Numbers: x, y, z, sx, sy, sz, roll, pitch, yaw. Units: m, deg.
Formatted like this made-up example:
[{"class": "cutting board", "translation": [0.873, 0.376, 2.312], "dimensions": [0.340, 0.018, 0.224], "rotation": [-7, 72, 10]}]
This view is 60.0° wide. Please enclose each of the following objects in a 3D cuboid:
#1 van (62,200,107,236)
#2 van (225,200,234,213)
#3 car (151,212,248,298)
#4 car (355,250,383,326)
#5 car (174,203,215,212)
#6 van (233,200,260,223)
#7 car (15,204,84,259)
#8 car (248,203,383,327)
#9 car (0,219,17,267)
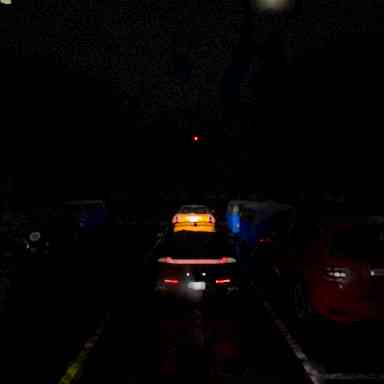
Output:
[{"class": "van", "translation": [-5.782, 1.334, 17.814], "dimensions": [1.690, 1.788, 3.998], "rotation": [0, 0, 0]}, {"class": "van", "translation": [2.743, 1.334, 17.823], "dimensions": [1.690, 1.788, 3.998], "rotation": [0, 0, 0]}, {"class": "car", "translation": [0.094, 1.488, 8.471], "dimensions": [2.128, 1.511, 4.902], "rotation": [0, 0, 0]}, {"class": "car", "translation": [2.761, 1.439, 1.510], "dimensions": [1.967, 1.590, 4.097], "rotation": [0, 0, 0]}, {"class": "car", "translation": [0.120, 1.345, 17.520], "dimensions": [2.097, 1.767, 4.553], "rotation": [0, 0, 1]}, {"class": "van", "translation": [2.749, 1.336, 12.385], "dimensions": [1.690, 1.788, 3.998], "rotation": [0, 0, 0]}, {"class": "car", "translation": [-5.776, 1.435, 12.376], "dimensions": [1.967, 1.590, 4.097], "rotation": [0, 0, 0]}, {"class": "car", "translation": [2.755, 1.312, 6.948], "dimensions": [2.192, 1.841, 5.009], "rotation": [0, 0, 0]}, {"class": "car", "translation": [-5.770, 1.522, 6.769], "dimensions": [1.752, 1.417, 4.829], "rotation": [0, 0, 0]}]
